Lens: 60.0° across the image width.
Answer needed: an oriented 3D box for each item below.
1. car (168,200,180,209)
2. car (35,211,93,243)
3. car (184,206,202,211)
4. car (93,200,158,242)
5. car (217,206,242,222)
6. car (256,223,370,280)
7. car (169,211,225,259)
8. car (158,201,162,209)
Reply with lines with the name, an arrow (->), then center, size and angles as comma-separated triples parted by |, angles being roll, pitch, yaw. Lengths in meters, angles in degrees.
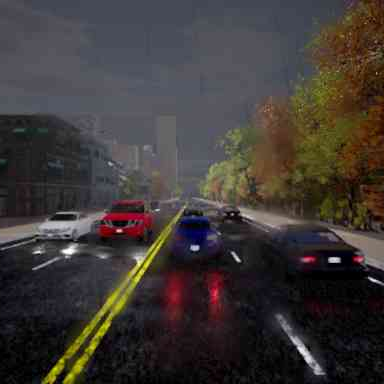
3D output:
car -> -3.256, 2.298, 60.542 | 2.128, 1.511, 4.902 | 0, -1, 1
car -> -6.592, 1.763, 17.770 | 1.812, 1.442, 4.674 | 0, -1, 0
car -> 0.117, 2.056, 34.082 | 1.895, 1.301, 4.718 | 0, -1, 0
car -> -3.343, 1.463, 18.065 | 2.150, 2.045, 5.566 | 0, -1, 0
car -> 3.365, 1.951, 30.190 | 2.033, 1.411, 5.357 | 0, -1, 0
car -> 3.358, 1.688, 10.364 | 2.033, 1.411, 5.357 | 0, -1, 0
car -> 0.108, 1.705, 13.320 | 1.812, 1.442, 4.674 | 0, -1, 0
car -> -6.511, 2.291, 59.171 | 1.837, 1.490, 4.892 | 0, -1, 1
